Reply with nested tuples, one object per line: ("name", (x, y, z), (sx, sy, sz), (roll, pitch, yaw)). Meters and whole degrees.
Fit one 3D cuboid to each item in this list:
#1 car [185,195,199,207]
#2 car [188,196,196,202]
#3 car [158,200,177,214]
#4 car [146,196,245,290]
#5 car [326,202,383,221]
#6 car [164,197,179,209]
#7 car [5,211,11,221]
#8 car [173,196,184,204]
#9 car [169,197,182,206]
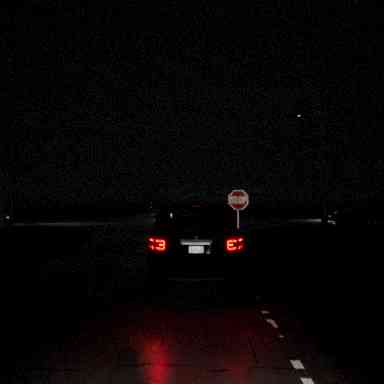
("car", (0.041, 1.391, 52.466), (2.097, 1.767, 4.553), (0, 0, 0))
("car", (-0.071, 1.608, 81.142), (1.994, 1.385, 4.181), (0, 0, 0))
("car", (-2.655, 1.586, 36.452), (1.994, 1.385, 4.181), (0, 0, -4))
("car", (0.091, 1.225, 9.217), (2.150, 2.045, 5.566), (0, 0, 0))
("car", (13.644, 1.539, 26.605), (5.357, 1.411, 2.033), (0, -1, -1))
("car", (-2.873, 1.511, 47.477), (1.882, 1.535, 5.008), (0, 0, 0))
("car", (-15.510, 1.564, 23.551), (4.902, 1.511, 2.128), (0, -1, -2))
("car", (-2.811, 1.599, 69.153), (2.033, 1.411, 5.357), (0, 0, 0))
("car", (-2.830, 1.592, 58.662), (2.033, 1.411, 5.357), (0, 0, 1))
